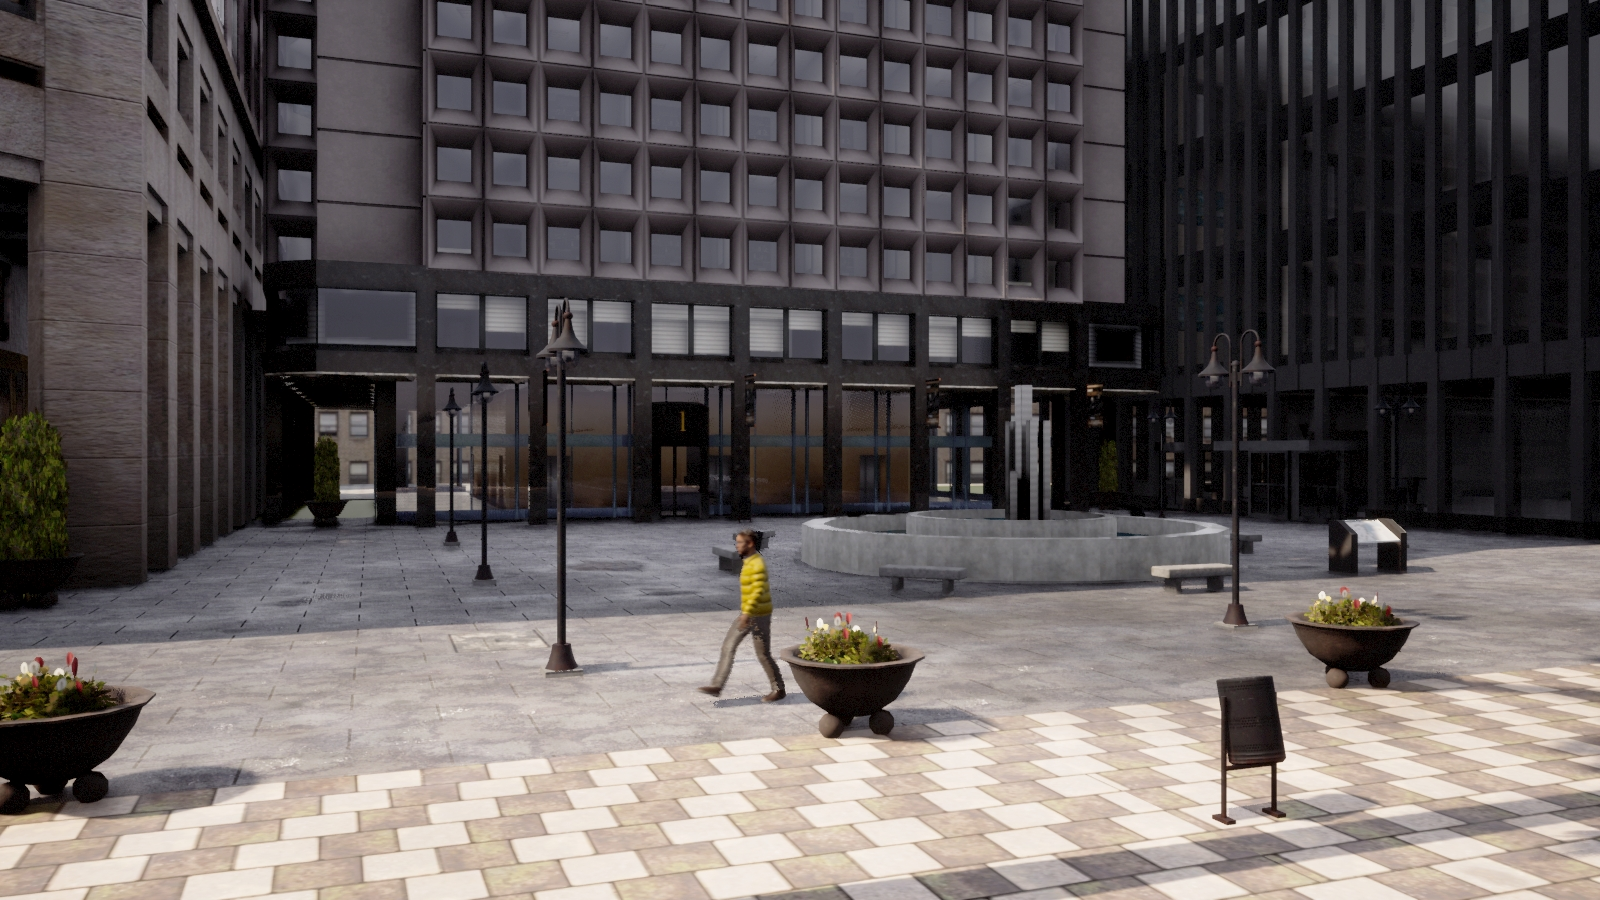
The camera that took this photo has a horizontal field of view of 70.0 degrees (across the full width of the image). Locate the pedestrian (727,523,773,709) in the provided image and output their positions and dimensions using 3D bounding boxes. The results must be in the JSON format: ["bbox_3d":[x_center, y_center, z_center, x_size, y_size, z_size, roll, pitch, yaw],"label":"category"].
[{"bbox_3d":[-0.519,1.702,11.840,0.375,1.860,0.375,0,0,-20],"label":"pedestrian"}]
